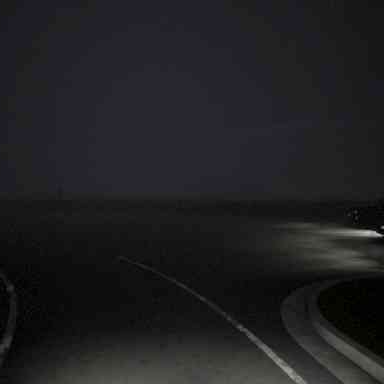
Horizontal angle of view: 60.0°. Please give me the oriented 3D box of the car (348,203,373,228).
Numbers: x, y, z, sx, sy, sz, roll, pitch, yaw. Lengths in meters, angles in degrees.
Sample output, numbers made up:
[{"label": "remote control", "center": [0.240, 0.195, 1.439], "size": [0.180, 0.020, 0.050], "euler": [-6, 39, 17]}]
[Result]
[{"label": "car", "center": [12.491, 1.087, 20.041], "size": [5.566, 2.045, 2.150], "euler": [0, 0, 15]}]

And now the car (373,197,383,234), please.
[{"label": "car", "center": [10.705, 1.125, 13.274], "size": [5.566, 2.045, 2.150], "euler": [0, 0, 15]}]

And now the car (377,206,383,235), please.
[{"label": "car", "center": [11.806, 1.448, 16.602], "size": [4.181, 1.385, 1.994], "euler": [0, 0, 15]}]
